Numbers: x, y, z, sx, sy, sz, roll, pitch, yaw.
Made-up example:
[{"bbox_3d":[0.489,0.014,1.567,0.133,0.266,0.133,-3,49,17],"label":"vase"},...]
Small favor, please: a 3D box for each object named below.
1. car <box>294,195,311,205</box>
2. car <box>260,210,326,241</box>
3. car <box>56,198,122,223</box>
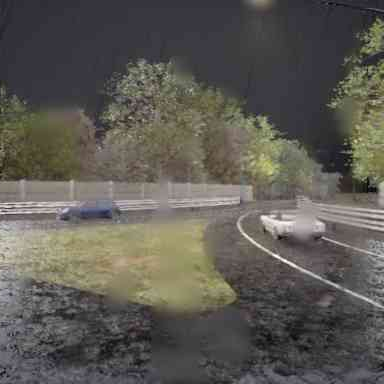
[{"bbox_3d":[16.604,1.230,49.842,2.128,1.511,4.902,0,0,29],"label":"car"},{"bbox_3d":[4.607,1.518,16.033,1.895,1.301,4.718,0,0,0],"label":"car"},{"bbox_3d":[-7.718,1.291,25.032,4.553,1.767,2.097,0,0,-33],"label":"car"}]
